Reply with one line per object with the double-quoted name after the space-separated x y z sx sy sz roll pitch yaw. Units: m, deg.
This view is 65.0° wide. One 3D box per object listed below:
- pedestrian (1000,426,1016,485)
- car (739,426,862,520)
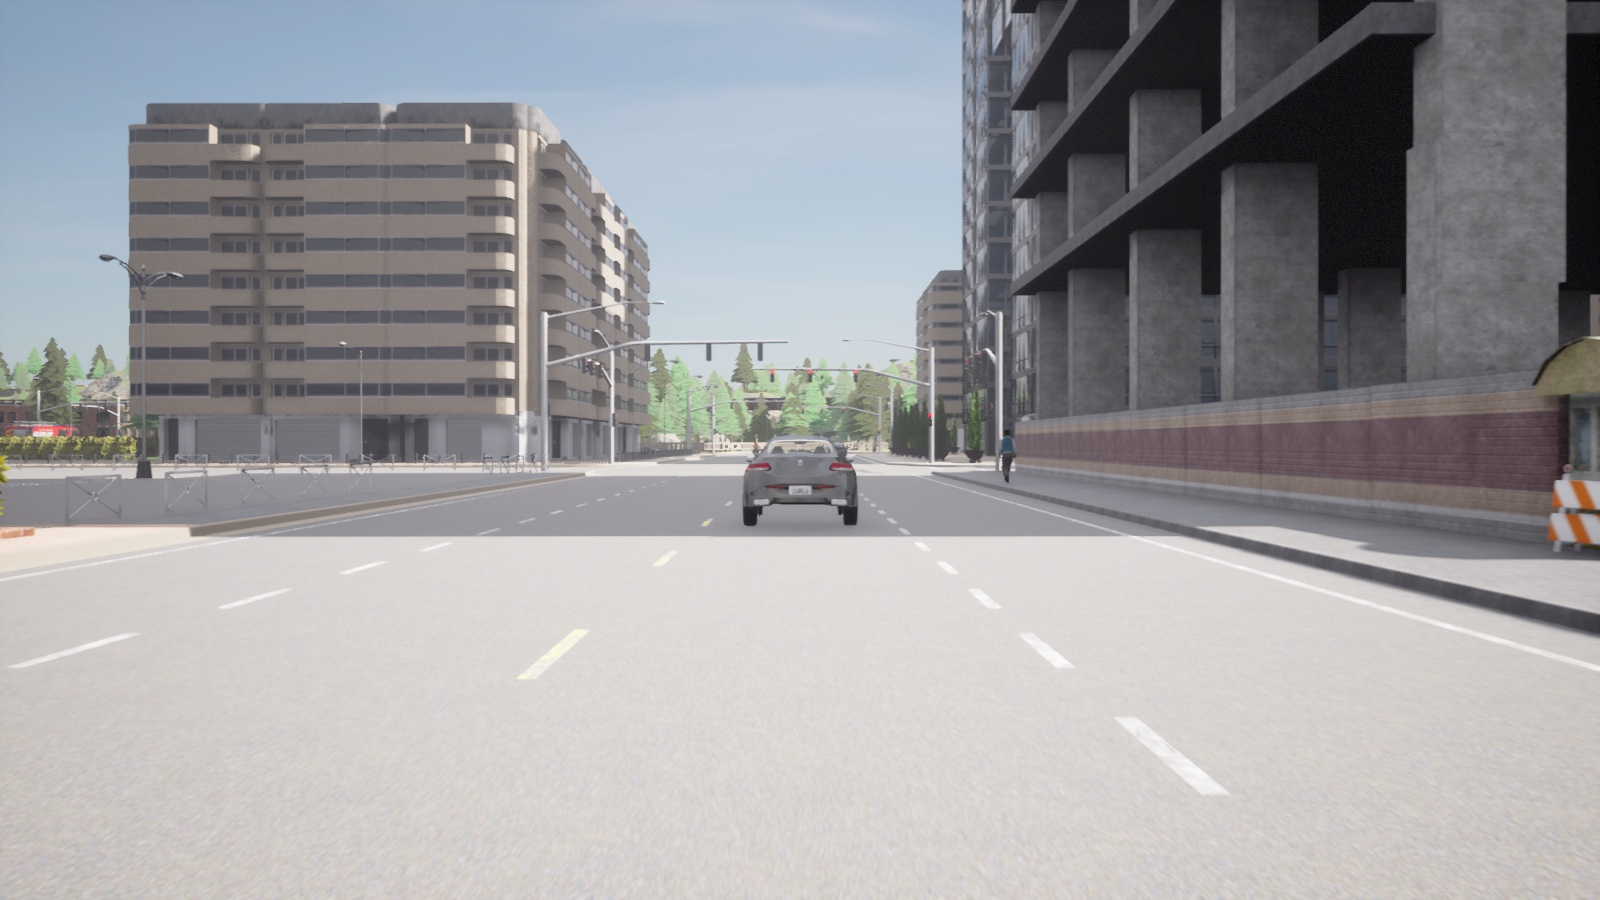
6.854 0.172 41.344 0.396 1.930 0.692 0 0 -1 "pedestrian"
0.013 0.387 24.487 2.152 1.651 5.027 0 0 0 "car"
